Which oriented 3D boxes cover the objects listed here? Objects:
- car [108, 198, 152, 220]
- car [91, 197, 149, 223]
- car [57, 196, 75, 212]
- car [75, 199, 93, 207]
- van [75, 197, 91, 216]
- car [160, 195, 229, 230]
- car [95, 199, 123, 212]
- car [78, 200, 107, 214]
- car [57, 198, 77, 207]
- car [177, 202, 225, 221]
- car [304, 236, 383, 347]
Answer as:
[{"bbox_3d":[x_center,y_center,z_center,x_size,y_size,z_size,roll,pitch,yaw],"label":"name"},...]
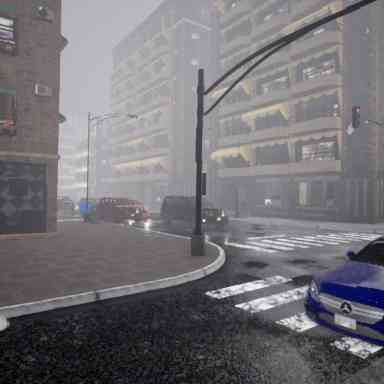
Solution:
[{"bbox_3d":[-5.596,1.410,29.647,2.097,1.767,4.553,1,-1,-35],"label":"car"},{"bbox_3d":[-5.615,1.309,25.412,2.192,1.841,5.009,1,-1,-35],"label":"car"},{"bbox_3d":[-15.310,1.368,39.044,2.192,1.841,5.009,1,-1,-35],"label":"car"},{"bbox_3d":[-18.587,1.866,57.239,1.802,1.307,4.206,1,-1,-35],"label":"car"},{"bbox_3d":[-8.848,1.354,29.956,1.690,1.788,3.998,1,-1,-35],"label":"van"},{"bbox_3d":[-0.023,1.249,21.802,2.150,2.045,5.566,1,-1,-36],"label":"car"},{"bbox_3d":[-10.482,1.689,41.595,1.812,1.442,4.674,1,-1,-35],"label":"car"},{"bbox_3d":[-11.332,1.657,37.731,1.994,1.385,4.181,1,-1,-35],"label":"car"},{"bbox_3d":[-21.550,1.787,57.161,2.033,1.411,5.357,1,-1,-35],"label":"car"},{"bbox_3d":[0.703,1.685,30.116,1.752,1.417,4.829,1,-1,-35],"label":"car"},{"bbox_3d":[3.997,1.509,5.929,4.674,1.442,1.812,0,0,-36],"label":"car"}]
